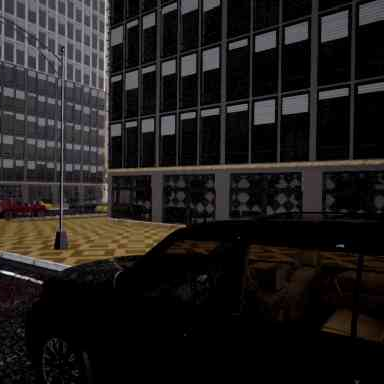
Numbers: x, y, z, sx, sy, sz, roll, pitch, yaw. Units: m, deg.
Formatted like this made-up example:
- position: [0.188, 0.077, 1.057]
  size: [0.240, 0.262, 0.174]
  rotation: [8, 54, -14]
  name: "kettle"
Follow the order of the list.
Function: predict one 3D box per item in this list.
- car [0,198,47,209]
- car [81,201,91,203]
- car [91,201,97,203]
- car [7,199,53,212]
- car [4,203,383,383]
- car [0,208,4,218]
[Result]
- position: [-16.126, 1.518, 31.048]
  size: [2.192, 1.841, 5.009]
  rotation: [1, 0, 37]
  name: "car"
- position: [-13.857, 1.813, 43.801]
  size: [1.895, 1.301, 4.718]
  rotation: [1, 0, 37]
  name: "car"
- position: [-9.301, 1.829, 40.239]
  size: [1.752, 1.417, 4.829]
  rotation: [1, 0, 37]
  name: "car"
- position: [-19.596, 1.642, 40.433]
  size: [1.752, 1.417, 4.829]
  rotation: [1, 0, 37]
  name: "car"
- position: [0.699, 1.221, 3.184]
  size: [5.566, 2.045, 2.150]
  rotation: [0, 0, 36]
  name: "car"
- position: [-7.283, 1.347, 8.905]
  size: [4.553, 1.767, 2.097]
  rotation: [0, 0, 36]
  name: "car"
